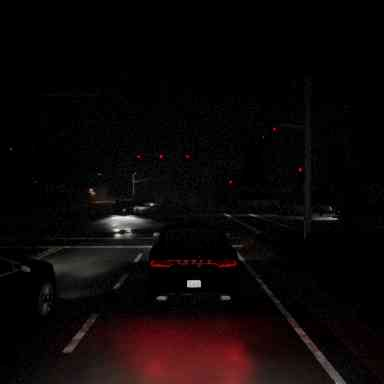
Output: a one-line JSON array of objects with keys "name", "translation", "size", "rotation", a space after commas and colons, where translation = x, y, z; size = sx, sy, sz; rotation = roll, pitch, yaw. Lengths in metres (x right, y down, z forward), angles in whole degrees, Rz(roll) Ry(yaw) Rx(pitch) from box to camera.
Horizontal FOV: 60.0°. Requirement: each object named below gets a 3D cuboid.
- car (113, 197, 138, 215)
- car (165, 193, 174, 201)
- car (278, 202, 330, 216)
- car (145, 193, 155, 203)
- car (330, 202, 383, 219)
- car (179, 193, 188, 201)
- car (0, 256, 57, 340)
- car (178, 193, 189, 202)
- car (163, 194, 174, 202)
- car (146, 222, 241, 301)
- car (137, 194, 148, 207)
[{"name": "car", "translation": [-7.075, 1.493, 34.072], "size": [2.128, 1.511, 4.902], "rotation": [0, 0, -15]}, {"name": "car", "translation": [-5.689, 1.269, 85.147], "size": [2.097, 1.767, 4.553], "rotation": [0, 0, -1]}, {"name": "car", "translation": [10.865, 1.601, 32.348], "size": [4.718, 1.301, 1.895], "rotation": [0, 0, -2]}, {"name": "car", "translation": [-8.735, 1.221, 67.281], "size": [2.150, 2.045, 5.566], "rotation": [0, 0, -1]}, {"name": "car", "translation": [14.761, 1.564, 28.959], "size": [4.181, 1.385, 1.994], "rotation": [0, 0, -2]}, {"name": "car", "translation": [-2.183, 1.225, 84.975], "size": [2.150, 2.045, 5.566], "rotation": [0, 0, -1]}, {"name": "car", "translation": [-3.468, 1.492, 4.386], "size": [2.128, 1.511, 4.902], "rotation": [0, 0, 0]}, {"name": "car", "translation": [-1.901, 1.225, 74.242], "size": [2.150, 2.045, 5.566], "rotation": [0, 0, -1]}, {"name": "car", "translation": [-5.416, 1.533, 74.542], "size": [2.033, 1.411, 5.357], "rotation": [0, 0, -1]}, {"name": "car", "translation": [0.001, 1.478, 8.378], "size": [1.882, 1.535, 5.008], "rotation": [0, 0, -1]}, {"name": "car", "translation": [-8.419, 1.477, 51.526], "size": [1.882, 1.535, 5.008], "rotation": [0, 0, -1]}]
